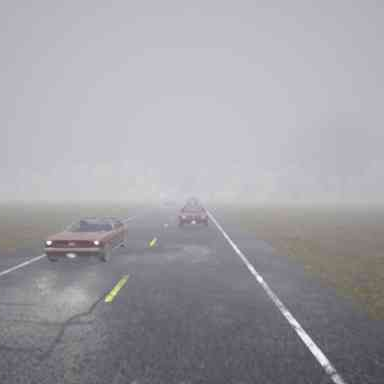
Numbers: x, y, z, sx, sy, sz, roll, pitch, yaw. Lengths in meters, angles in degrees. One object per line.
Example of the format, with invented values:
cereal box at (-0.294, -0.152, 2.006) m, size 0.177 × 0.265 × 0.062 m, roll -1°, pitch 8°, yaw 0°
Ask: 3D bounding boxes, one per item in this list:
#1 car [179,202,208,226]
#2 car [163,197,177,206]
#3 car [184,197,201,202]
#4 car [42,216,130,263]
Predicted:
car at (0.104, 1.617, 23.126) m, size 1.895 × 1.301 × 4.718 m, roll 0°, pitch 0°, yaw 0°
car at (-3.548, 1.563, 54.963) m, size 1.812 × 1.442 × 4.674 m, roll 0°, pitch 0°, yaw 0°
car at (0.104, 1.381, 41.802) m, size 2.097 × 1.767 × 4.553 m, roll 0°, pitch 0°, yaw 0°
car at (-3.599, 1.609, 12.173) m, size 1.895 × 1.301 × 4.718 m, roll 0°, pitch 0°, yaw 0°
